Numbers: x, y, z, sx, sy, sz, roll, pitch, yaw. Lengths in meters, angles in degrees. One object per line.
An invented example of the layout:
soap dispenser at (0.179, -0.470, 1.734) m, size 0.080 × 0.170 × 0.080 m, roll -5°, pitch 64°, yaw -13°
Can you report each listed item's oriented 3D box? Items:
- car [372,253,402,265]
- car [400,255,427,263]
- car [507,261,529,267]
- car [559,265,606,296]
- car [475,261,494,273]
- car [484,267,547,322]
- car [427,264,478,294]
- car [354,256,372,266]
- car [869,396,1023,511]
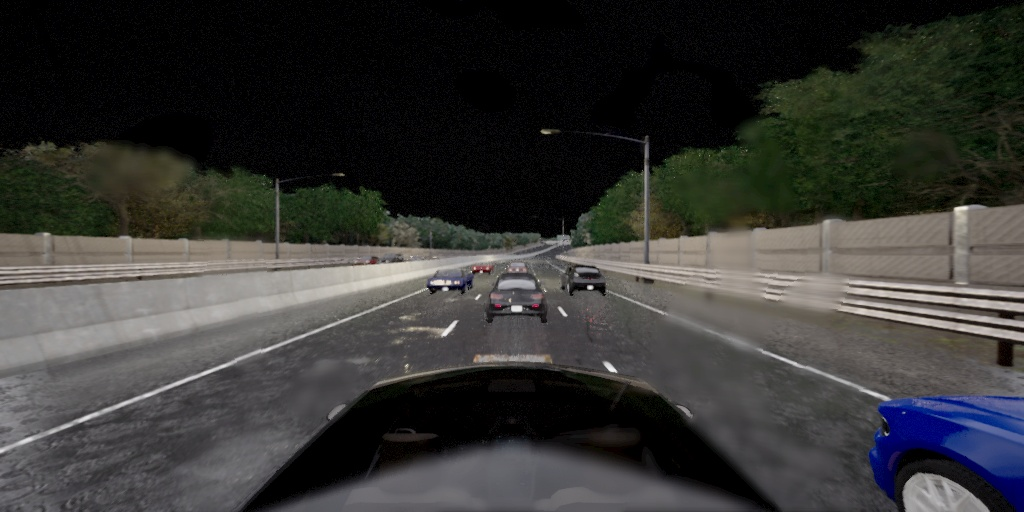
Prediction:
car at (-16.576, 0.636, 49.234) m, size 2.150 × 2.045 × 5.566 m, roll 0°, pitch 1°, yaw 3°
car at (-13.074, 0.908, 49.223) m, size 2.128 × 1.511 × 4.902 m, roll 0°, pitch 1°, yaw 3°
car at (0.527, 1.181, 32.320) m, size 2.033 × 1.411 × 5.357 m, roll 0°, pitch 1°, yaw 2°
car at (3.760, 1.238, 19.466) m, size 1.837 × 1.490 × 4.892 m, roll 0°, pitch 0°, yaw 1°
car at (-2.858, 1.187, 36.307) m, size 1.895 × 1.301 × 4.718 m, roll 0°, pitch 1°, yaw 2°
car at (0.165, 1.281, 12.177) m, size 1.812 × 1.442 × 4.674 m, roll 0°, pitch 0°, yaw 1°
car at (-3.238, 1.328, 19.846) m, size 1.895 × 1.301 × 4.718 m, roll 0°, pitch 0°, yaw 1°
car at (-20.053, 0.755, 49.921) m, size 2.097 × 1.767 × 4.553 m, roll 0°, pitch 1°, yaw 3°
car at (3.610, 1.226, 0.581) m, size 1.882 × 1.535 × 5.008 m, roll 0°, pitch 0°, yaw 0°
